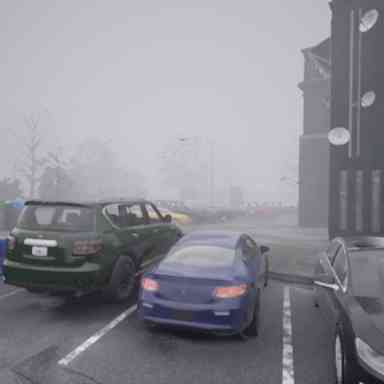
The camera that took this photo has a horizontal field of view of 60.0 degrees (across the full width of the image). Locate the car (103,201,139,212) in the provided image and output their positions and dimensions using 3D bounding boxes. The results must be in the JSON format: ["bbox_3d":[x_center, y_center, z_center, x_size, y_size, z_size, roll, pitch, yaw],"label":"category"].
[{"bbox_3d":[-10.583,2.178,49.947,4.792,1.488,2.163,1,-2,15],"label":"car"}]

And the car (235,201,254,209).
[{"bbox_3d":[13.261,3.287,84.577,4.553,1.767,2.185,1,-1,14],"label":"car"}]

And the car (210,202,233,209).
[{"bbox_3d":[6.561,3.085,74.767,4.792,1.488,2.163,1,-2,15],"label":"car"}]

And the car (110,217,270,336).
[{"bbox_3d":[0.487,1.476,6.591,2.002,1.452,4.674,1,0,15],"label":"car"}]

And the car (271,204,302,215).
[{"bbox_3d":[15.937,3.019,56.367,5.008,1.535,2.097,2,0,15],"label":"car"}]

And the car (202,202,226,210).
[{"bbox_3d":[4.814,2.995,72.326,4.792,1.488,2.163,1,-1,15],"label":"car"}]

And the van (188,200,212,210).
[{"bbox_3d":[1.582,2.562,67.406,4.442,1.987,1.878,1,-2,15],"label":"van"}]

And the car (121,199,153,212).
[{"bbox_3d":[-8.709,2.124,52.751,4.553,1.767,2.185,1,-2,15],"label":"car"}]

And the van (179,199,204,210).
[{"bbox_3d":[-0.108,2.473,64.955,4.442,1.987,1.878,1,-2,15],"label":"van"}]

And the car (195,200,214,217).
[{"bbox_3d":[-1.185,1.856,31.654,5.566,2.045,2.435,2,-1,15],"label":"car"}]

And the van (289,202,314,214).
[{"bbox_3d":[20.956,3.059,63.811,4.442,1.987,1.878,2,0,15],"label":"van"}]

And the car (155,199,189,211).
[{"bbox_3d":[-3.630,2.267,60.090,5.566,2.045,2.435,1,-1,15],"label":"car"}]

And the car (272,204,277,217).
[{"bbox_3d":[9.069,2.688,46.490,4.792,1.488,2.163,2,0,15],"label":"car"}]

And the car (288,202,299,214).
[{"bbox_3d":[14.265,2.679,53.900,5.566,2.045,2.435,2,-1,15],"label":"car"}]

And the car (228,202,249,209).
[{"bbox_3d":[11.574,3.325,82.121,4.892,1.521,2.231,1,-1,14],"label":"car"}]

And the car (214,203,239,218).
[{"bbox_3d":[2.234,2.299,36.604,5.008,1.535,2.097,2,0,15],"label":"car"}]

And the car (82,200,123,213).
[{"bbox_3d":[-12.722,2.040,47.204,5.366,1.575,1.946,1,-1,15],"label":"car"}]

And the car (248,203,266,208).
[{"bbox_3d":[18.097,3.708,91.999,4.792,1.488,2.163,1,-1,13],"label":"car"}]

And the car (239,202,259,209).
[{"bbox_3d":[14.884,3.502,87.042,5.008,1.535,2.097,1,-1,14],"label":"car"}]

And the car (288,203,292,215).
[{"bbox_3d":[12.487,2.868,51.432,4.792,1.488,2.163,2,0,15],"label":"car"}]

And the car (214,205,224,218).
[{"bbox_3d":[0.500,2.245,34.125,4.674,1.452,2.002,2,0,15],"label":"car"}]

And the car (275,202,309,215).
[{"bbox_3d":[17.680,2.859,58.839,5.566,2.045,2.435,2,-1,15],"label":"car"}]

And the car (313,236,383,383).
[{"bbox_3d":[2.899,1.482,4.879,2.231,1.521,4.892,1,0,16],"label":"car"}]

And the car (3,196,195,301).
[{"bbox_3d":[-1.917,1.140,8.337,2.435,2.045,5.566,1,0,16],"label":"car"}]

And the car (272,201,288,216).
[{"bbox_3d":[10.790,2.497,48.961,5.566,2.045,2.435,2,0,15],"label":"car"}]

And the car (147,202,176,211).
[{"bbox_3d":[-5.299,2.469,57.633,4.674,1.452,2.002,1,-2,15],"label":"car"}]

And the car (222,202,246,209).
[{"bbox_3d":[10.080,3.234,79.629,5.366,1.575,1.946,1,-2,14],"label":"car"}]

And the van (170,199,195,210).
[{"bbox_3d":[-1.797,2.383,62.505,4.442,1.987,1.878,1,-2,15],"label":"van"}]

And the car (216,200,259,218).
[{"bbox_3d":[5.648,2.353,41.561,4.553,1.767,2.185,2,-1,15],"label":"car"}]

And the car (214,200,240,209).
[{"bbox_3d":[8.196,2.893,77.230,5.566,2.045,2.435,1,-1,15],"label":"car"}]

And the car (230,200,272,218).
[{"bbox_3d":[7.368,2.317,44.018,5.566,2.045,2.435,2,0,15],"label":"car"}]

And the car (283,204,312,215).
[{"bbox_3d":[19.353,3.199,61.309,5.008,1.535,2.097,2,0,15],"label":"car"}]

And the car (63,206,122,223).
[{"bbox_3d":[-8.651,1.934,29.255,1.895,1.301,4.718,1,-1,36],"label":"car"}]

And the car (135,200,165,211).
[{"bbox_3d":[-6.957,2.214,55.174,4.553,1.767,2.185,1,-1,15],"label":"car"}]
